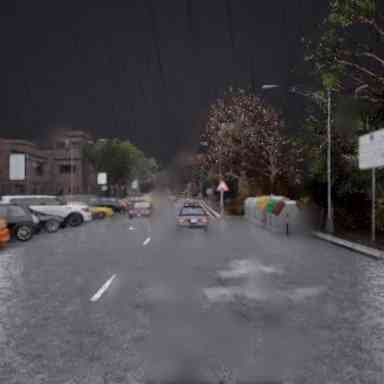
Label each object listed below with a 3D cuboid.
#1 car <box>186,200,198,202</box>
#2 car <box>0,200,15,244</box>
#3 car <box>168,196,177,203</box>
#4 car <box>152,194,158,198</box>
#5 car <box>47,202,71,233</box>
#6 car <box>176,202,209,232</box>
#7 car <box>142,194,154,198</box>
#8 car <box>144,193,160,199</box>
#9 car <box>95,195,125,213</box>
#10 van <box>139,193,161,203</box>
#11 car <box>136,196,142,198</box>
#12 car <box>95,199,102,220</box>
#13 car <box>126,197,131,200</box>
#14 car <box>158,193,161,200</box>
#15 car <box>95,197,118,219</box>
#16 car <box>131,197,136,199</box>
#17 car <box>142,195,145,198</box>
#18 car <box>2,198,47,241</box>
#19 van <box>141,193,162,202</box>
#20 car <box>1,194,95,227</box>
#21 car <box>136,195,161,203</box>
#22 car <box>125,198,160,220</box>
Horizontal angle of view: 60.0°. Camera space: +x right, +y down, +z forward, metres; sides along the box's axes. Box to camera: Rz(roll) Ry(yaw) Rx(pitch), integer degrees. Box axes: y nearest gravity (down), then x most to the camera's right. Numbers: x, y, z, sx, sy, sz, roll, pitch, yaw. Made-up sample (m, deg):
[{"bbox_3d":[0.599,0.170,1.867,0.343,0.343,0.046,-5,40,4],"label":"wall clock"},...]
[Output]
[{"bbox_3d":[-0.043,1.623,42.713,1.895,1.301,4.718,0,0,0],"label":"car"},{"bbox_3d":[-9.373,1.351,12.291,4.553,1.767,2.185,-1,0,-20],"label":"car"},{"bbox_3d":[-4.035,1.572,69.553,1.837,1.490,4.892,0,0,0],"label":"car"},{"bbox_3d":[-9.139,1.545,57.376,5.366,1.575,1.946,-1,0,-20],"label":"car"},{"bbox_3d":[-9.360,1.506,18.306,4.792,1.488,2.163,-1,0,-20],"label":"car"},{"bbox_3d":[0.044,1.538,19.782,2.033,1.411,5.357,0,0,0],"label":"car"},{"bbox_3d":[-9.317,1.542,54.311,4.892,1.521,2.231,-1,0,-20],"label":"car"},{"bbox_3d":[-9.145,1.554,60.377,5.366,1.575,1.946,-1,0,-20],"label":"car"},{"bbox_3d":[-9.336,1.234,30.323,5.566,2.045,2.435,-1,0,-20],"label":"car"},{"bbox_3d":[-9.513,1.300,75.275,4.442,1.987,1.878,-1,1,-20],"label":"van"},{"bbox_3d":[-9.288,1.537,42.319,4.792,1.488,2.163,-1,0,-20],"label":"car"},{"bbox_3d":[-9.338,1.509,24.308,4.792,1.488,2.163,-1,0,-20],"label":"car"},{"bbox_3d":[-9.362,1.370,36.298,4.553,1.767,2.185,-1,0,-20],"label":"car"},{"bbox_3d":[-9.524,1.576,69.262,5.366,1.575,1.946,-1,0,-20],"label":"car"},{"bbox_3d":[-9.182,1.476,27.365,5.366,1.575,1.946,-1,0,-20],"label":"car"},{"bbox_3d":[-9.354,1.376,39.299,4.553,1.767,2.185,-1,0,-20],"label":"car"},{"bbox_3d":[-9.313,1.555,45.310,4.674,1.452,2.002,-1,0,-20],"label":"car"},{"bbox_3d":[-9.364,1.350,15.292,4.553,1.767,2.185,-1,0,-20],"label":"car"},{"bbox_3d":[-9.539,1.269,78.276,4.442,1.987,1.878,-1,1,-20],"label":"van"},{"bbox_3d":[-9.354,1.226,21.306,5.566,2.045,2.435,-1,0,-20],"label":"car"},{"bbox_3d":[-9.382,1.554,72.331,5.008,1.535,2.097,-1,0,-20],"label":"car"},{"bbox_3d":[-4.120,1.522,28.196,1.812,1.442,4.674,0,0,0],"label":"car"}]
